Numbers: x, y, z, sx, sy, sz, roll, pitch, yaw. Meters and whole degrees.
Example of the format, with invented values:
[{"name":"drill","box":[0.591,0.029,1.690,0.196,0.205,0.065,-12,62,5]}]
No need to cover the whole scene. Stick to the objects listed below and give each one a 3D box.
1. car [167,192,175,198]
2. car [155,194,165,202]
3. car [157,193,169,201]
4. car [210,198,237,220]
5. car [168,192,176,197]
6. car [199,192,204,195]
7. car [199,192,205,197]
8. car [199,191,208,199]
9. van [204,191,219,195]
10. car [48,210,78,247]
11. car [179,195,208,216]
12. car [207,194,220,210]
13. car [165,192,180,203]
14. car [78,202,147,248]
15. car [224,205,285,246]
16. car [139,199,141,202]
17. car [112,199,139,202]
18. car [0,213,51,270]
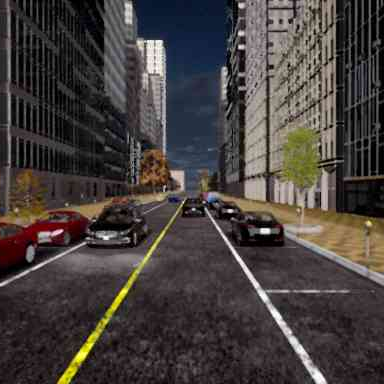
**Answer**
[{"name":"car","box":[-5.593,0.804,88.371,2.008,1.369,4.403,0,1,0]},{"name":"car","box":[-5.624,1.038,59.739,1.752,1.417,4.829,0,1,0]},{"name":"car","box":[-5.618,1.011,65.603,2.008,1.369,4.403,0,1,0]},{"name":"car","box":[2.720,1.365,25.738,1.947,1.339,4.313,0,0,0]},{"name":"car","box":[-5.588,0.766,94.063,1.947,1.339,4.313,0,1,0]},{"name":"car","box":[0.123,1.156,43.658,2.163,1.488,4.792,0,1,0]},{"name":"car","box":[2.793,0.724,94.211,1.752,1.417,4.829,0,1,0]},{"name":"car","box":[2.782,0.621,82.656,2.192,1.841,5.009,0,1,0]},{"name":"van","box":[2.739,1.000,42.814,1.690,1.788,3.998,0,0,0]},{"name":"car","box":[-5.673,1.471,14.371,1.802,1.307,4.206,0,0,0]},{"name":"car","box":[0.132,1.250,29.082,1.882,1.535,5.008,0,0,0]},{"name":"car","box":[2.733,1.272,37.122,1.947,1.339,4.313,0,0,0]},{"name":"car","box":[-3.001,1.148,55.827,1.895,1.301,4.718,0,1,1]},{"name":"car","box":[-3.085,1.394,14.380,1.837,1.490,4.892,0,0,0]},{"name":"car","box":[2.708,1.455,14.354,1.947,1.339,4.313,0,0,0]},{"name":"car","box":[-5.654,1.319,31.447,1.947,1.339,4.313,0,0,0]},{"name":"car","box":[-5.660,1.344,25.755,1.887,1.381,4.507,0,0,0]},{"name":"car","box":[-5.678,1.478,8.677,1.887,1.381,4.507,0,0,0]}]
